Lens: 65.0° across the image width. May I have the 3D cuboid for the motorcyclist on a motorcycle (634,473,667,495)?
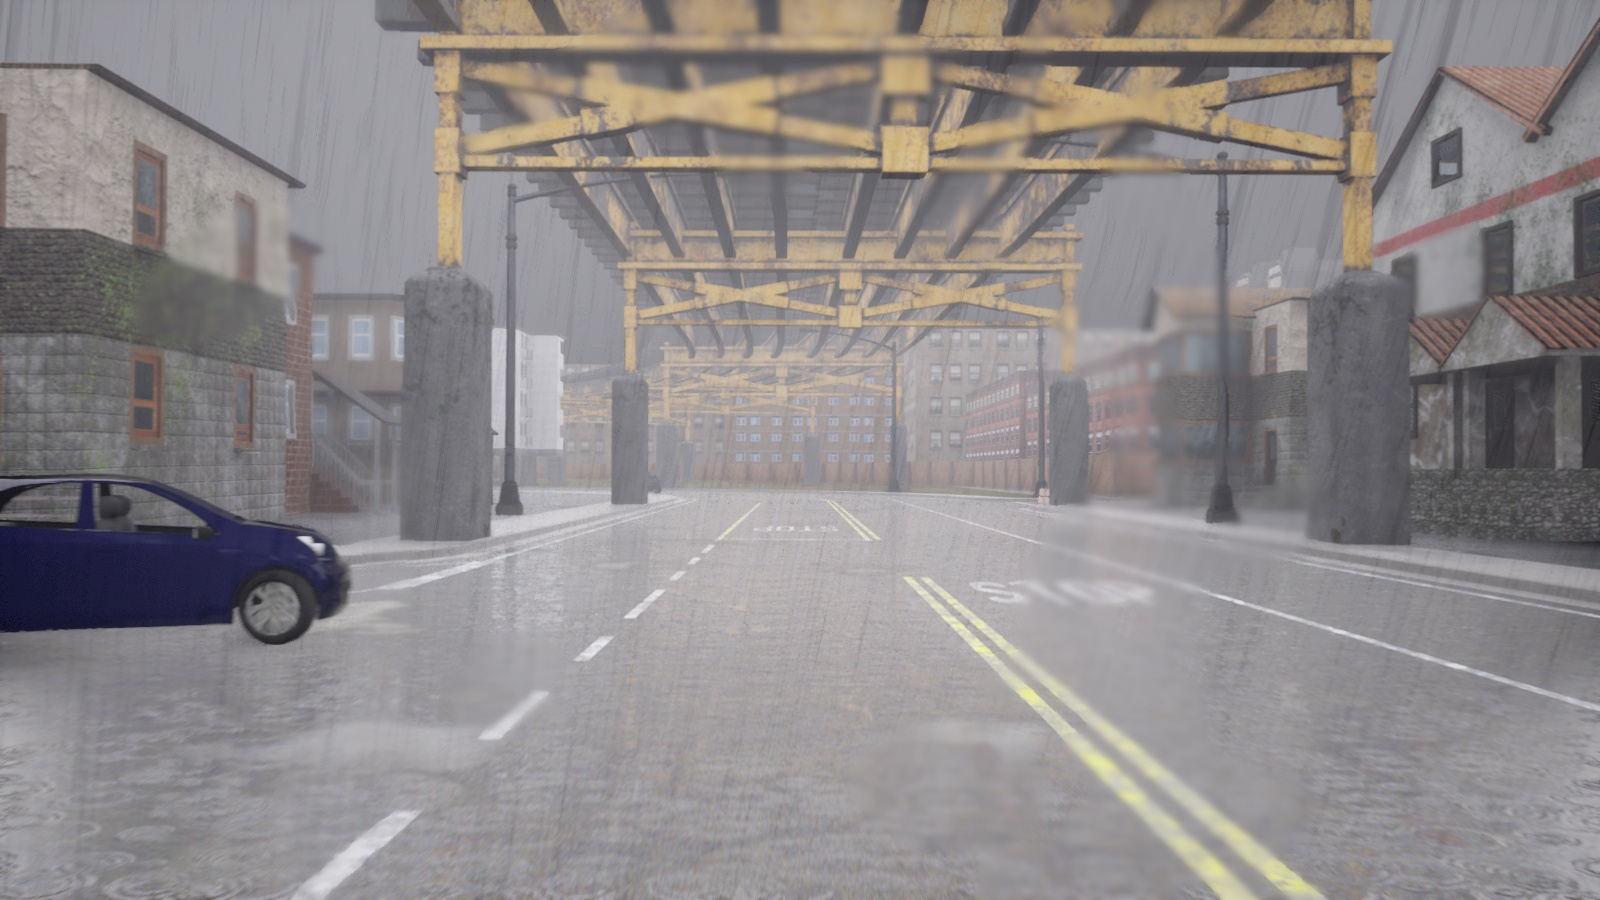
[{"bbox_3d":[-10.262,2.332,86.072,2.191,1.530,0.866,-1,-1,35],"label":"motorcyclist on a motorcycle"}]

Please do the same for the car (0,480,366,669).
[{"bbox_3d":[-5.903,1.044,11.426,3.633,1.501,1.845,0,-1,-21],"label":"car"}]
